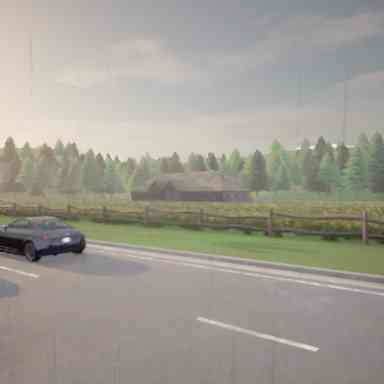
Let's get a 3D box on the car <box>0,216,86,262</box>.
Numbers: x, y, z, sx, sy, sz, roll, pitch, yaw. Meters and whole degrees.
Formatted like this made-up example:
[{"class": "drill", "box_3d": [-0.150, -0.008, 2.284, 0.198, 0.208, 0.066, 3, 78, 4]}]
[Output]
[{"class": "car", "box_3d": [-5.881, 1.616, 12.443, 4.181, 1.385, 1.994, -1, 0, 36]}]
